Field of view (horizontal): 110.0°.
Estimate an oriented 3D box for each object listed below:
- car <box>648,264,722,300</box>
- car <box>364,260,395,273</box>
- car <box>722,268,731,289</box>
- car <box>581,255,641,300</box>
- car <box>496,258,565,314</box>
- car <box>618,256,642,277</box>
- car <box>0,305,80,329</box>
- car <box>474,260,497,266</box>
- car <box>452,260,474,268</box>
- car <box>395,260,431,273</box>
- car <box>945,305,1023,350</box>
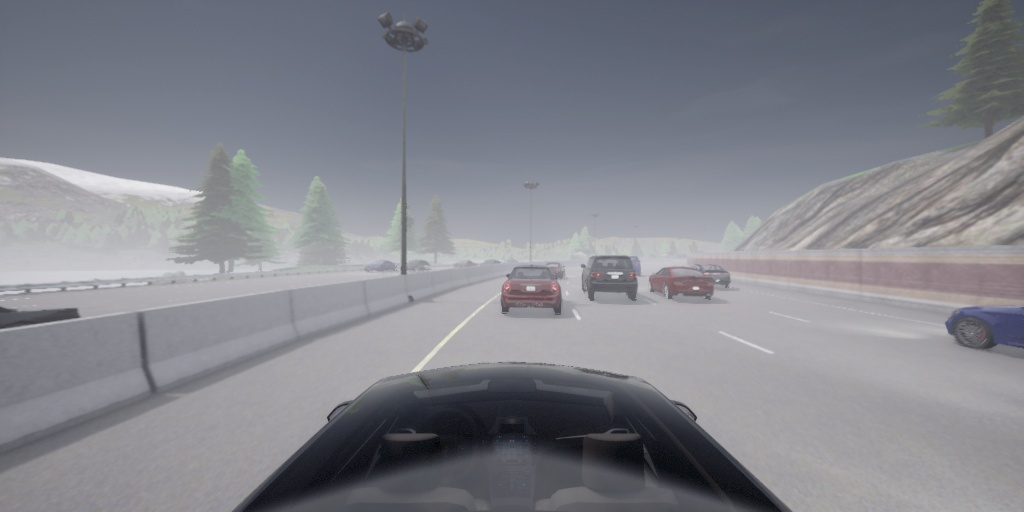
[{"bbox_3d":[8.273,1.247,17.995,1.882,1.535,5.008,0,0,7],"label":"car"},{"bbox_3d":[-15.532,1.220,42.628,1.812,1.442,4.674,0,0,15],"label":"car"},{"bbox_3d":[12.707,1.273,23.839,2.128,1.511,4.902,0,0,9],"label":"car"},{"bbox_3d":[4.723,0.981,17.949,2.150,2.045,5.566,0,0,7],"label":"car"},{"bbox_3d":[0.810,1.101,14.009,2.097,1.767,4.553,0,0,5],"label":"car"},{"bbox_3d":[12.345,0.998,37.870,2.150,2.045,5.566,0,0,16],"label":"car"},{"bbox_3d":[-10.462,1.320,5.585,1.895,1.301,4.718,0,0,2],"label":"car"},{"bbox_3d":[-2.918,1.237,48.238,1.837,1.490,4.892,0,-1,18],"label":"car"},{"bbox_3d":[-6.452,1.245,48.693,1.812,1.442,4.674,0,0,18],"label":"car"},{"bbox_3d":[-11.636,1.211,43.598,1.837,1.490,4.892,0,0,16],"label":"car"},{"bbox_3d":[10.779,1.306,6.186,1.812,1.442,4.674,0,0,2],"label":"car"}]
